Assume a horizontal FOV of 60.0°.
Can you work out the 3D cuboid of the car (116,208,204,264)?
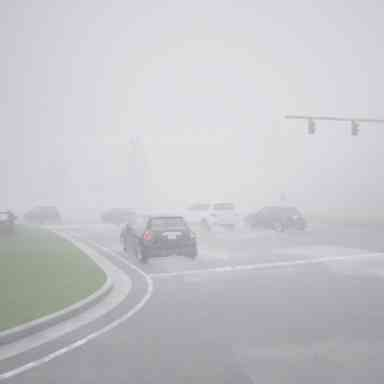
[{"bbox_3d":[-1.501,1.641,13.467,2.097,1.767,4.553,0,-1,-22],"label":"car"}]

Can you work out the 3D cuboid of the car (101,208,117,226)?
[{"bbox_3d":[-6.437,2.143,29.186,2.128,1.511,4.902,0,-1,-36],"label":"car"}]

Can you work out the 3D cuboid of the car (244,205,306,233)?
[{"bbox_3d":[5.607,1.756,23.039,2.097,1.767,4.553,0,-1,-28],"label":"car"}]

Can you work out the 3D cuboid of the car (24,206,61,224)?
[{"bbox_3d":[-15.013,2.174,33.255,4.553,1.767,2.097,-2,-1,42],"label":"car"}]

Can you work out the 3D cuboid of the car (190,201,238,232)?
[{"bbox_3d":[1.038,1.693,24.028,2.150,2.045,5.566,0,-1,-28],"label":"car"}]
